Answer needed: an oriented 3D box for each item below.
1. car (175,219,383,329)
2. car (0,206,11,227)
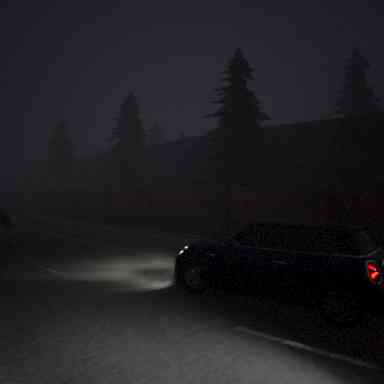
[{"bbox_3d":[1.788,1.368,7.262,4.553,1.767,2.097,0,0,37],"label":"car"},{"bbox_3d":[-13.169,1.504,21.460,1.812,1.442,4.674,0,0,-44],"label":"car"}]
